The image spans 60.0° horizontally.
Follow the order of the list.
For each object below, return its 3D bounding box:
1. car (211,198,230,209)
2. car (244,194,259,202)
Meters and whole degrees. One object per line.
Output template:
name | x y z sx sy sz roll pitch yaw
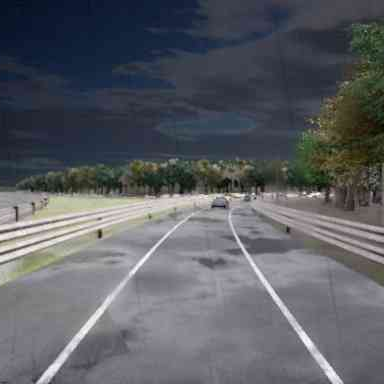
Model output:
car | 3.704 1.401 42.898 1.994 1.385 4.181 1 0 13
car | 11.927 1.137 66.607 2.128 1.511 4.902 1 1 28
